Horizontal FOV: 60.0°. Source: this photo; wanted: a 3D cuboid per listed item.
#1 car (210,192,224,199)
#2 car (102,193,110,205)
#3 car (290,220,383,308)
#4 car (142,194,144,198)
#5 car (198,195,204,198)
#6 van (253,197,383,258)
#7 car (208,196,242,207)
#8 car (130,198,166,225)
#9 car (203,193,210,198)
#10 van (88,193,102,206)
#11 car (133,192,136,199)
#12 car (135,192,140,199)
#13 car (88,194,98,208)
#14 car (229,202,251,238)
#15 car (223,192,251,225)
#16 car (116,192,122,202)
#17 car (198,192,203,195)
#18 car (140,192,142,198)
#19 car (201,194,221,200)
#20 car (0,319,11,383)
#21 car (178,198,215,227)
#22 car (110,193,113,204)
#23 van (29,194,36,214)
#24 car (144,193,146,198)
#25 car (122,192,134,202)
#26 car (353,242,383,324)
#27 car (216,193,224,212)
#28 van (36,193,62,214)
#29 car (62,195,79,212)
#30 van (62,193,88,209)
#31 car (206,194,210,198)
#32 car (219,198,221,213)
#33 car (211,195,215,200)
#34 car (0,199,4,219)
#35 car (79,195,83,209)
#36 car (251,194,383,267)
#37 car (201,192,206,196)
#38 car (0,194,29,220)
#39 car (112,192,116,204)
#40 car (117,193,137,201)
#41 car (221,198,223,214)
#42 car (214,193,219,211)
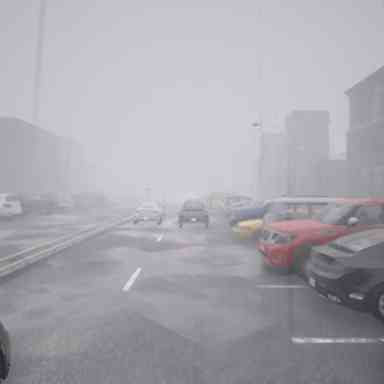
[{"bbox_3d":[4.741,1.219,39.681,4.553,1.767,2.185,0,0,0],"label":"car"},{"bbox_3d":[-15.544,1.121,49.248,5.566,2.045,2.435,0,0,0],"label":"car"},{"bbox_3d":[4.703,1.443,6.333,4.892,1.521,2.231,0,0,0],"label":"car"},{"bbox_3d":[-15.541,1.339,85.101,4.674,1.452,2.002,0,0,0],"label":"car"},{"bbox_3d":[0.100,1.430,38.746,1.994,1.385,4.181,0,0,0],"label":"car"},{"bbox_3d":[4.593,1.189,11.890,4.442,1.987,1.878,0,0,0],"label":"van"},{"bbox_3d":[4.712,1.380,48.019,4.674,1.452,2.002,0,0,0],"label":"car"},{"bbox_3d":[-2.900,1.418,23.224,1.812,1.442,4.674,0,0,0],"label":"car"},{"bbox_3d":[4.524,1.339,45.240,5.366,1.575,1.946,0,0,0],"label":"car"},{"bbox_3d":[-15.397,1.146,46.491,4.442,1.987,1.878,0,0,0],"label":"van"},{"bbox_3d":[-15.537,1.375,74.070,4.674,1.452,2.002,0,0,0],"label":"car"},{"bbox_3d":[-15.509,1.075,76.827,5.566,2.045,2.435,0,0,0],"label":"car"},{"bbox_3d":[-15.516,1.372,43.733,5.008,1.535,2.097,0,0,0],"label":"car"},{"bbox_3d":[4.524,1.400,14.671,5.366,1.575,1.946,0,0,0],"label":"car"},{"bbox_3d":[4.681,1.140,17.448,5.566,2.045,2.435,0,0,0],"label":"car"},{"bbox_3d":[-15.550,1.116,57.523,5.566,2.045,2.435,0,0,0],"label":"car"},{"bbox_3d":[4.681,1.062,70.256,5.566,2.045,2.435,0,0,0],"label":"car"},{"bbox_3d":[-15.538,1.349,82.213,4.674,1.452,2.002,0,0,0],"label":"car"},{"bbox_3d":[4.754,1.317,84.146,4.792,1.488,2.163,0,0,0],"label":"car"},{"bbox_3d":[-2.900,1.493,1.701,1.837,1.490,4.892,0,0,0],"label":"car"},{"bbox_3d":[0.099,1.389,21.790,2.128,1.511,4.902,0,0,0],"label":"car"},{"bbox_3d":[-15.512,1.370,52.131,5.008,1.535,2.097,0,0,0],"label":"car"},{"bbox_3d":[-15.614,1.160,27.189,4.442,1.987,1.878,0,0,0],"label":"van"},{"bbox_3d":[-15.540,1.289,87.858,5.008,1.535,2.097,0,0,0],"label":"car"},{"bbox_3d":[-15.503,1.372,71.312,4.792,1.488,2.163,0,0,0],"label":"car"},{"bbox_3d":[4.680,1.487,3.555,4.792,1.488,2.163,0,0,0],"label":"car"},{"bbox_3d":[4.678,1.234,28.565,4.553,1.767,2.185,0,0,0],"label":"car"},{"bbox_3d":[-15.619,1.152,32.702,4.442,1.987,1.878,0,0,0],"label":"van"},{"bbox_3d":[-15.319,1.372,35.461,5.366,1.575,1.946,0,0,0],"label":"car"},{"bbox_3d":[-15.625,1.147,40.975,4.442,1.987,1.878,0,0,0],"label":"van"},{"bbox_3d":[4.704,1.343,42.460,5.008,1.535,2.097,0,0,0],"label":"car"},{"bbox_3d":[4.707,1.406,25.786,4.674,1.452,2.002,0,0,0],"label":"car"},{"bbox_3d":[4.716,1.352,34.123,4.892,1.521,2.231,0,0,0],"label":"car"},{"bbox_3d":[-15.499,1.398,21.676,5.008,1.535,2.097,0,0,0],"label":"car"},{"bbox_3d":[-15.504,1.414,38.218,4.674,1.452,2.002,0,0,0],"label":"car"},{"bbox_3d":[4.681,1.176,9.113,5.566,2.045,2.435,0,0,0],"label":"car"},{"bbox_3d":[4.680,1.348,67.476,4.792,1.488,2.163,0,0,0],"label":"car"},{"bbox_3d":[-15.524,1.140,24.431,5.566,2.045,2.435,0,0,0],"label":"car"},{"bbox_3d":[-15.550,1.243,54.888,4.553,1.767,2.185,0,0,0],"label":"car"},{"bbox_3d":[-15.508,1.192,79.585,4.553,1.767,2.185,0,0,0],"label":"car"},{"bbox_3d":[4.704,1.374,23.007,4.892,1.521,2.231,0,0,0],"label":"car"},{"bbox_3d":[4.679,1.228,31.345,4.553,1.767,2.185,0,0,0],"label":"car"}]
